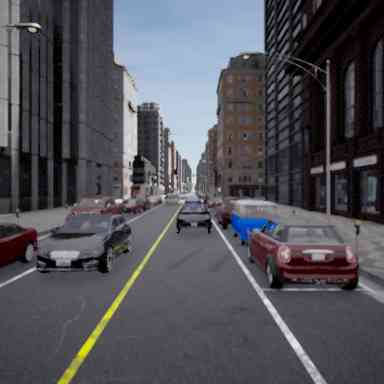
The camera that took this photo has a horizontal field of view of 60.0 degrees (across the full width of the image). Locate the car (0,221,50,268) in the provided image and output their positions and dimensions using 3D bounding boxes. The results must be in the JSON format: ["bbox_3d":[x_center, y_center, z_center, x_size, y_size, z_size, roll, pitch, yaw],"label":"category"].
[{"bbox_3d":[-5.849,1.494,8.997,1.887,1.381,4.507,1,0,0],"label":"car"}]

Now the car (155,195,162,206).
[{"bbox_3d":[-5.841,1.266,48.198,1.752,1.417,4.829,1,0,0],"label":"car"}]

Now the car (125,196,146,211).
[{"bbox_3d":[-5.844,1.372,31.494,1.887,1.381,4.507,1,0,0],"label":"car"}]

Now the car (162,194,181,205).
[{"bbox_3d":[-3.072,1.329,50.556,1.895,1.301,4.718,0,0,0],"label":"car"}]

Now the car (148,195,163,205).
[{"bbox_3d":[-5.840,1.255,53.993,1.887,1.381,4.507,1,0,0],"label":"car"}]

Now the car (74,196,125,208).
[{"bbox_3d":[-5.844,1.203,20.244,2.192,1.841,5.009,1,0,0],"label":"car"}]

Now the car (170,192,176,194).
[{"bbox_3d":[-5.834,1.086,86.637,1.887,1.381,4.507,1,0,0],"label":"car"}]

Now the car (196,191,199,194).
[{"bbox_3d":[2.693,1.094,92.299,1.802,1.307,4.206,1,0,0],"label":"car"}]

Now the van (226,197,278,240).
[{"bbox_3d":[2.680,1.259,14.611,1.690,1.788,3.998,1,0,0],"label":"van"}]

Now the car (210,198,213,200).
[{"bbox_3d":[2.680,1.408,25.861,2.008,1.369,4.403,1,0,0],"label":"car"}]

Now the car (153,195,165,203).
[{"bbox_3d":[-5.839,1.207,59.447,1.752,1.417,4.829,1,0,0],"label":"car"}]

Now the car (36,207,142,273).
[{"bbox_3d":[-3.099,1.432,10.483,2.128,1.511,4.902,0,0,0],"label":"car"}]

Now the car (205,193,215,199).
[{"bbox_3d":[2.684,1.238,37.108,1.967,1.590,4.097,1,0,0],"label":"car"}]

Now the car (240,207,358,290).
[{"bbox_3d":[2.678,1.389,8.987,1.967,1.590,4.097,1,0,0],"label":"car"}]

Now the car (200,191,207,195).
[{"bbox_3d":[2.687,1.054,48.357,2.192,1.841,5.009,1,0,0],"label":"car"}]

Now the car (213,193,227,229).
[{"bbox_3d":[2.681,1.202,20.235,2.192,1.841,5.009,1,0,0],"label":"car"}]

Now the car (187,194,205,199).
[{"bbox_3d":[0.107,1.279,36.514,1.882,1.535,5.008,0,0,0],"label":"car"}]

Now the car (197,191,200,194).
[{"bbox_3d":[2.692,1.123,86.626,1.802,1.307,4.206,1,0,0],"label":"car"}]

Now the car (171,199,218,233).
[{"bbox_3d":[0.103,1.386,18.991,2.128,1.511,4.902,0,0,0],"label":"car"}]

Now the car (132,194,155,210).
[{"bbox_3d":[-5.841,1.113,37.118,2.192,1.841,5.009,1,0,0],"label":"car"}]
